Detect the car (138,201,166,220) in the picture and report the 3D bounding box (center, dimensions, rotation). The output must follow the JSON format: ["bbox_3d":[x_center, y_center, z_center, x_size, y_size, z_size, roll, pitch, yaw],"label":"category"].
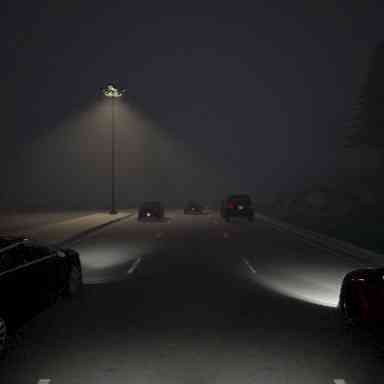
[{"bbox_3d":[-3.399,1.506,28.473,1.837,1.490,4.892,0,0,0],"label":"car"}]

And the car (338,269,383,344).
[{"bbox_3d":[3.600,1.563,4.252,1.994,1.385,4.181,0,0,0],"label":"car"}]

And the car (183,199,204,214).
[{"bbox_3d":[0.137,1.526,35.183,1.812,1.442,4.674,0,0,1],"label":"car"}]

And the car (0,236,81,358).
[{"bbox_3d":[-3.399,1.490,5.586,2.128,1.511,4.902,0,0,0],"label":"car"}]

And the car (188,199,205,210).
[{"bbox_3d":[0.614,1.601,44.364,1.895,1.301,4.718,0,0,6],"label":"car"}]

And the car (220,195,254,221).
[{"bbox_3d":[3.599,1.224,27.165,2.150,2.045,5.566,0,0,0],"label":"car"}]
